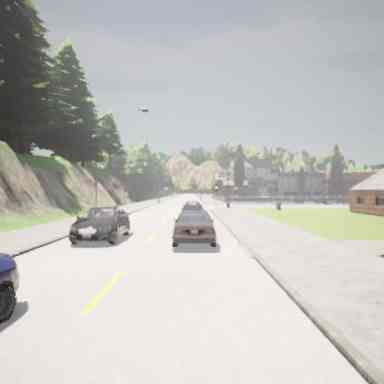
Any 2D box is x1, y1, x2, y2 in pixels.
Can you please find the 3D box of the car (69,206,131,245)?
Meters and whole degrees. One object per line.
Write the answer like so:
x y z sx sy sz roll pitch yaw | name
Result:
-4.073 1.439 15.365 2.128 1.511 4.902 0 0 0 | car

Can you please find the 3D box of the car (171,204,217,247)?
0.095 1.496 14.765 2.033 1.411 5.357 0 0 0 | car

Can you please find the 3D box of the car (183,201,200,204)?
0.067 1.465 28.714 1.994 1.385 4.181 0 0 0 | car

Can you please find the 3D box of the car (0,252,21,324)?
-4.084 1.510 4.384 1.812 1.442 4.674 0 0 0 | car
